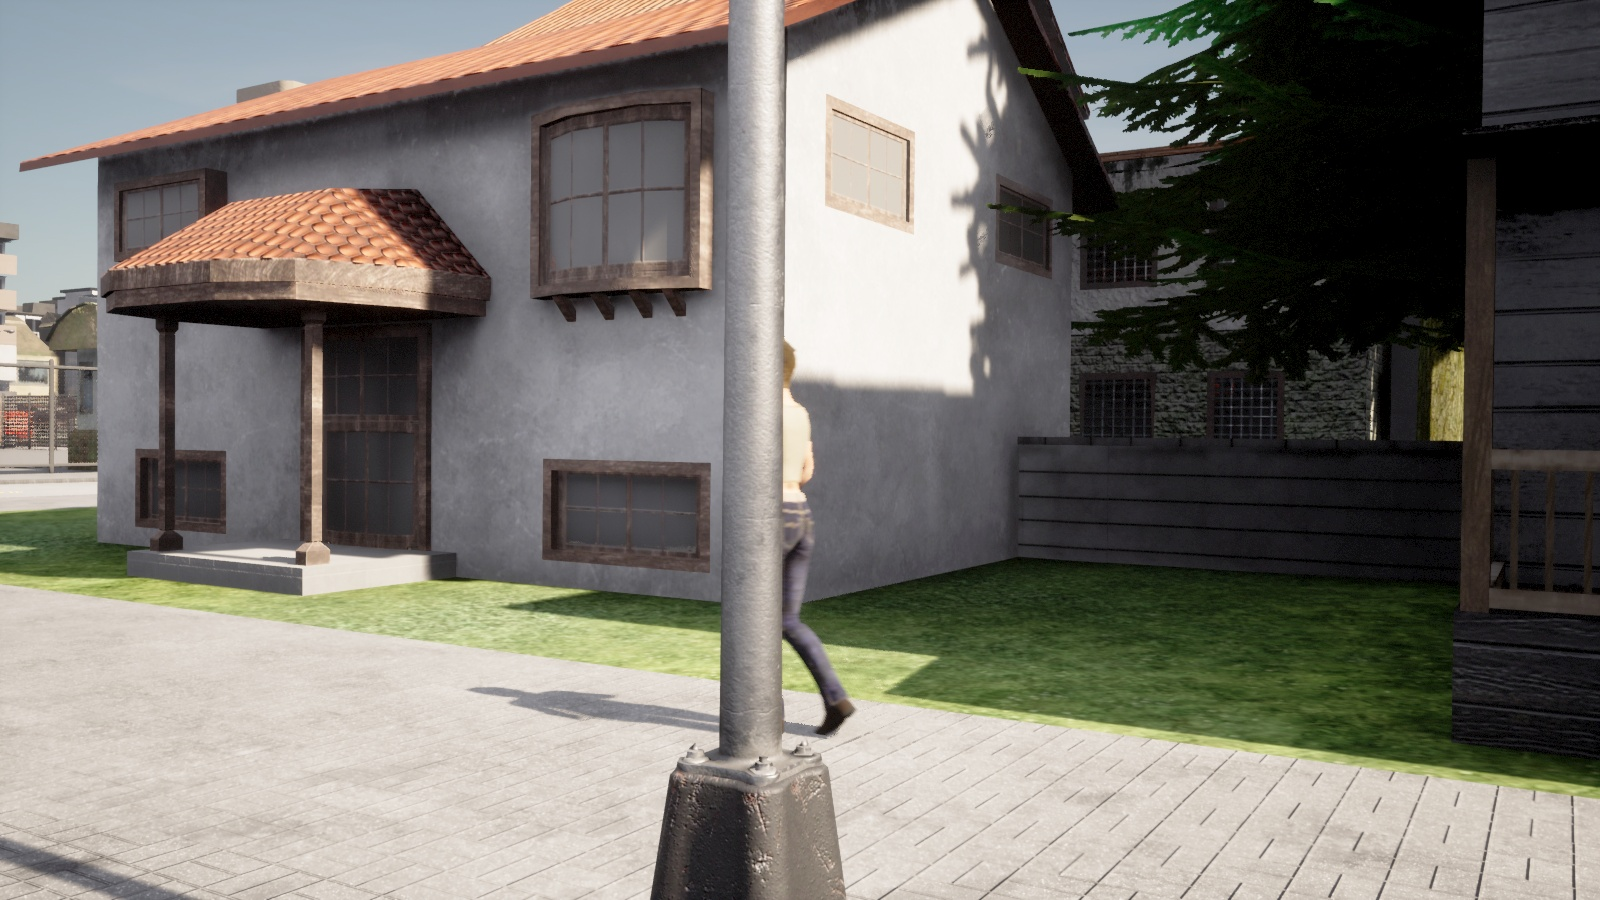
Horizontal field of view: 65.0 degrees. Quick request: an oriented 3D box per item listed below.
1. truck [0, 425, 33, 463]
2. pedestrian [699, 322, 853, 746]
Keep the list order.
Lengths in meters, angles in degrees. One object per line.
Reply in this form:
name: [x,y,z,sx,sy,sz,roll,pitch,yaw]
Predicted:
truck: [-53.001,-0.385,81.258,2.627,2.467,5.204,1,2,42]
pedestrian: [-0.108,0.364,5.731,0.594,1.836,0.345,0,1,31]
